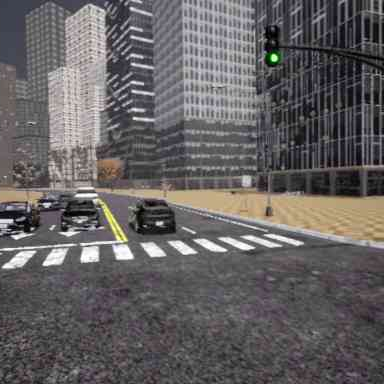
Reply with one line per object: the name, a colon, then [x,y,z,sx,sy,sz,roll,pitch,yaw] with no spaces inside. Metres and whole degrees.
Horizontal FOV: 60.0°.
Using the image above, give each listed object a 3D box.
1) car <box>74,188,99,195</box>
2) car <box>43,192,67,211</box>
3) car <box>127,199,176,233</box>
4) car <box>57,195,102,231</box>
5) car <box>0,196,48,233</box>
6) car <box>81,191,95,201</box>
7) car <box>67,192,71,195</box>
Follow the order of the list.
car: [-11.031,0.566,34.819,2.150,2.045,5.566,-2,2,-17]
car: [-13.434,0.970,31.533,2.128,1.511,4.902,-2,1,-17]
car: [-2.152,1.112,17.158,1.837,1.490,4.892,-2,1,-17]
car: [-6.158,1.159,18.526,1.837,1.490,4.892,-2,2,-16]
car: [-9.212,1.237,17.401,2.128,1.511,4.902,-2,1,-16]
car: [-16.064,0.549,51.050,1.895,1.301,4.718,-2,2,-19]
car: [-18.709,0.716,48.659,1.994,1.385,4.181,-2,1,-18]
